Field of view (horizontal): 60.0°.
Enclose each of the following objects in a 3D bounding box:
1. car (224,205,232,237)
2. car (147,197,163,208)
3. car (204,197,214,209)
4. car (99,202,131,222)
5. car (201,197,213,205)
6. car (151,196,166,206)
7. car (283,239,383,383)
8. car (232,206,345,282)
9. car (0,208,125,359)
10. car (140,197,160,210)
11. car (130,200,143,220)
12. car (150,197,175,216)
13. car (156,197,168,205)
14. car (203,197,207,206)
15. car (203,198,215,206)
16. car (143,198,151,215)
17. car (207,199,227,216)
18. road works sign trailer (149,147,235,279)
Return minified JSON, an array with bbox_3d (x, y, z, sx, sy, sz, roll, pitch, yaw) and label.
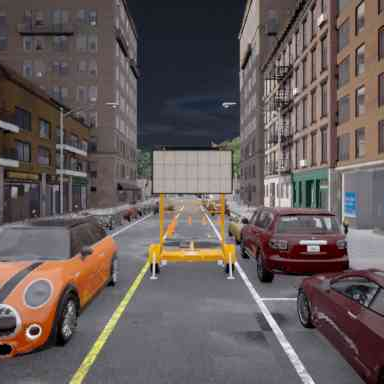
[{"bbox_3d":[2.645,1.525,15.311,1.752,1.417,4.829,0,0,0],"label":"car"},{"bbox_3d":[-5.350,1.535,48.086,1.752,1.417,4.829,0,0,0],"label":"car"},{"bbox_3d":[2.667,1.584,37.216,1.802,1.307,4.206,0,0,0],"label":"car"},{"bbox_3d":[-5.371,1.551,20.663,2.008,1.369,4.403,0,0,0],"label":"car"},{"bbox_3d":[2.685,1.584,59.289,1.947,1.339,4.313,0,0,0],"label":"car"},{"bbox_3d":[-5.345,1.454,53.775,1.967,1.590,4.097,0,0,0],"label":"car"},{"bbox_3d":[2.641,1.582,4.107,1.802,1.307,4.206,0,0,0],"label":"car"},{"bbox_3d":[2.645,1.315,9.625,2.192,1.841,5.009,0,0,0],"label":"car"},{"bbox_3d":[-2.843,1.352,6.323,2.097,1.767,4.553,0,0,0],"label":"car"},{"bbox_3d":[-5.354,1.446,42.738,1.967,1.590,4.097,0,0,0],"label":"car"},{"bbox_3d":[-5.367,1.545,26.182,1.887,1.381,4.507,0,0,0],"label":"car"},{"bbox_3d":[-2.721,1.506,33.049,1.837,1.490,4.892,0,0,0],"label":"car"},{"bbox_3d":[-5.341,1.600,59.294,1.802,1.307,4.206,0,0,0],"label":"car"},{"bbox_3d":[2.671,1.531,42.905,1.752,1.417,4.829,0,0,0],"label":"car"},{"bbox_3d":[2.680,1.596,53.771,1.802,1.307,4.206,0,0,0],"label":"car"},{"bbox_3d":[-5.362,1.567,31.701,1.947,1.339,4.313,0,0,0],"label":"car"},{"bbox_3d":[2.663,1.583,31.698,1.802,1.307,4.206,0,0,0],"label":"car"},{"bbox_3d":[0.008,0.464,9.995,2.380,3.560,2.880,0,0,0],"label":"road works sign trailer"}]
